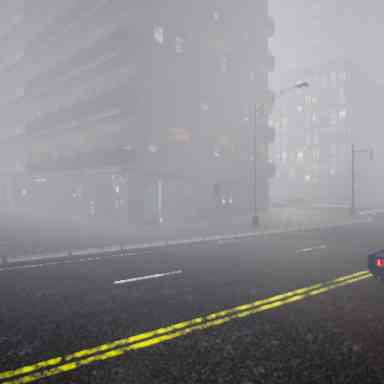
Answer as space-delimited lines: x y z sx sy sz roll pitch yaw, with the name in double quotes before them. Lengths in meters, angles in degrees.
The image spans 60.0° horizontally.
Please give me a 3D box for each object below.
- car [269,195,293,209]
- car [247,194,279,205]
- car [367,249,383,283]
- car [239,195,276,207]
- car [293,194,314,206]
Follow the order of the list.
"car" 8.753 1.177 38.652 4.829 1.417 1.752 1 0 43
"car" 10.372 1.080 48.762 4.313 1.339 1.947 1 0 43
"car" 6.337 1.594 8.161 4.718 1.301 1.895 0 0 -37
"car" 8.350 1.153 42.696 4.181 1.385 1.994 1 1 43
"car" 14.325 1.037 45.147 4.097 1.590 1.967 1 0 43
